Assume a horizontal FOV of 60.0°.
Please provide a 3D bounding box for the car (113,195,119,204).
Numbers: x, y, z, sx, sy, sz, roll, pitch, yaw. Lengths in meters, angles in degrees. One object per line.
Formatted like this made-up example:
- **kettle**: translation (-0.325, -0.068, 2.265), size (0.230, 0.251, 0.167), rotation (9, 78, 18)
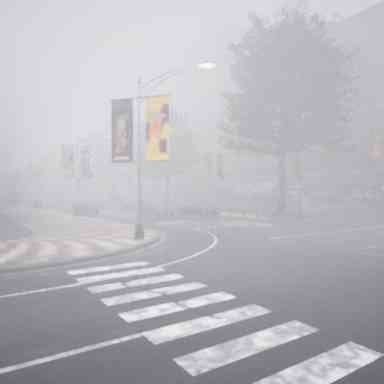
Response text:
- **car**: translation (-15.375, 1.454, 68.690), size (2.097, 1.767, 4.553), rotation (0, 0, -34)

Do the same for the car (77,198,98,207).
- **car**: translation (-18.622, 1.791, 59.095), size (2.033, 1.411, 5.357), rotation (0, 0, -33)

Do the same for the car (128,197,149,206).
- **car**: translation (-9.638, 1.728, 60.026), size (1.837, 1.490, 4.892), rotation (0, 0, -34)

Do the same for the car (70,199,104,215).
- **car**: translation (-11.567, 1.745, 36.223), size (1.895, 1.301, 4.718), rotation (0, 0, -34)

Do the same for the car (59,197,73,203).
- **car**: translation (-21.760, 1.425, 57.502), size (1.812, 1.442, 4.674), rotation (0, 0, -34)

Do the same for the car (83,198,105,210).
- **car**: translation (-13.081, 1.781, 44.225), size (1.895, 1.301, 4.718), rotation (0, 0, -33)

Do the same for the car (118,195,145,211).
- **car**: translation (-7.058, 1.507, 41.463), size (2.097, 1.767, 4.553), rotation (0, 0, -33)

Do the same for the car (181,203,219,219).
- **car**: translation (0.387, 1.700, 30.216), size (1.895, 1.301, 4.718), rotation (0, 0, -34)

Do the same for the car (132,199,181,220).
- **car**: translation (-3.223, 1.610, 29.326), size (1.837, 1.490, 4.892), rotation (0, 0, -34)
